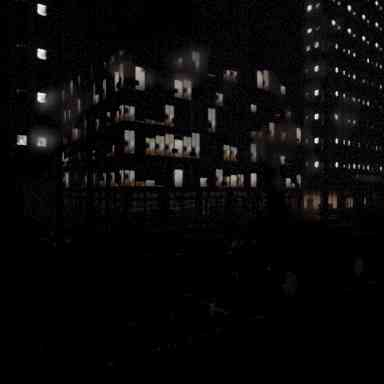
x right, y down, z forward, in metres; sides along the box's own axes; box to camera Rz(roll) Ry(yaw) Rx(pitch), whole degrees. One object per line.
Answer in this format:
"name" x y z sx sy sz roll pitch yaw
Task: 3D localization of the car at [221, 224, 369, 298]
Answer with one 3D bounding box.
"car" 2.760 1.545 8.516 4.507 1.381 1.887 0 0 -35
